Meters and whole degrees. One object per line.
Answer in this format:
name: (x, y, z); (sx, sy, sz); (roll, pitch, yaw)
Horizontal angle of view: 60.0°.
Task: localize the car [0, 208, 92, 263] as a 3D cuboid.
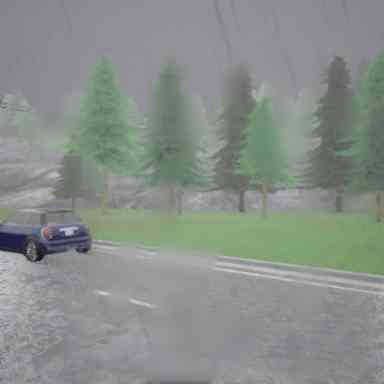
car: (-5.863, 1.390, 12.399); (4.553, 1.767, 2.097); (0, 0, 35)
